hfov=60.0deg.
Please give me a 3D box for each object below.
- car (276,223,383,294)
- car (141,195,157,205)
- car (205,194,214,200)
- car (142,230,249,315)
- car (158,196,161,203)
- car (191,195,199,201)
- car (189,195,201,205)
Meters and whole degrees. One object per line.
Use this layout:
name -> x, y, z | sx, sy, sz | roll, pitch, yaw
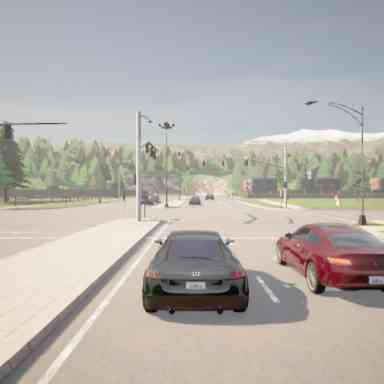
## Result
car -> 3.554, 1.523, 8.672 | 1.812, 1.442, 4.674 | 0, 0, 0
car -> -7.576, 1.582, 56.301 | 1.895, 1.301, 4.718 | 0, 0, 1
car -> 4.335, 1.160, 82.024 | 2.097, 1.767, 4.553 | 0, 0, 1
car -> 0.056, 1.561, 7.669 | 1.994, 1.385, 4.181 | 0, 0, 0
car -> -7.393, 1.482, 66.737 | 1.837, 1.490, 4.892 | 0, 0, 1
car -> 0.836, 1.400, 82.129 | 1.895, 1.301, 4.718 | 0, 0, 1
car -> 0.491, 1.544, 56.673 | 1.994, 1.385, 4.181 | 0, 0, 1
